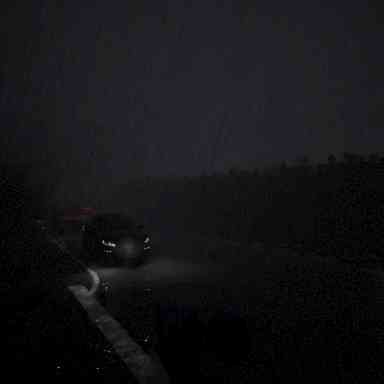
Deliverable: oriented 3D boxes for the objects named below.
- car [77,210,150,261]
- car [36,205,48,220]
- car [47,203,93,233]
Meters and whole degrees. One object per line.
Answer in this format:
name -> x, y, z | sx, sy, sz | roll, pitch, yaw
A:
car -> -3.171, 1.677, 13.301 | 1.837, 1.490, 4.892 | 0, -1, -26
car -> -14.228, 2.007, 32.873 | 1.994, 1.385, 4.181 | 0, -1, -29
car -> -8.134, 1.773, 22.218 | 1.882, 1.535, 5.008 | 0, -1, -30
